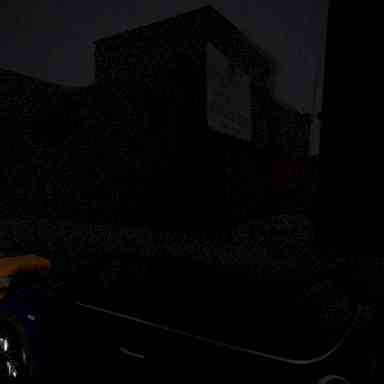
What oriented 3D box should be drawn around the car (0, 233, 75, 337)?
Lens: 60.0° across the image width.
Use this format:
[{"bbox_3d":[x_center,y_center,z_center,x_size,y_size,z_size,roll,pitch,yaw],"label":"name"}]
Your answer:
[{"bbox_3d":[-5.023,1.463,7.114,5.366,1.575,1.946,0,0,35],"label":"car"}]
